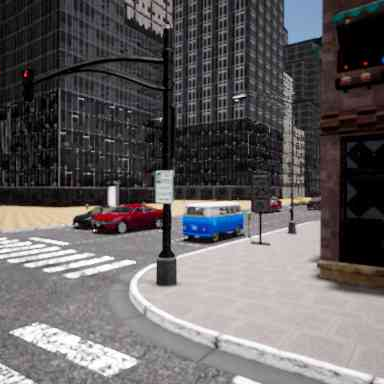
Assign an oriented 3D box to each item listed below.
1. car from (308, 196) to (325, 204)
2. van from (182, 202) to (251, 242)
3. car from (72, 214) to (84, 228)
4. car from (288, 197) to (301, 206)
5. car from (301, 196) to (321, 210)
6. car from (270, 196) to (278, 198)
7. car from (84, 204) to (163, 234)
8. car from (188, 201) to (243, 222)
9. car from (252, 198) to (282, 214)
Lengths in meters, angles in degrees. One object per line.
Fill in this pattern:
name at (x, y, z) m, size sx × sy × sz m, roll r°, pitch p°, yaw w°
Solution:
car at (23.312, 1.489, 62.178) m, size 2.008 × 1.369 × 4.403 m, roll 1°, pitch 0°, yaw 36°
van at (1.190, 1.425, 16.786) m, size 1.690 × 1.788 × 3.998 m, roll 1°, pitch 1°, yaw 36°
car at (-5.631, 1.579, 21.660) m, size 1.947 × 1.339 × 4.313 m, roll 1°, pitch 1°, yaw 36°
car at (16.781, 1.477, 53.035) m, size 1.752 × 1.417 × 4.829 m, roll 1°, pitch 0°, yaw 36°
car at (15.987, 1.504, 42.063) m, size 2.128 × 1.511 × 4.902 m, roll 1°, pitch 0°, yaw 36°
car at (10.448, 1.406, 44.168) m, size 1.967 × 1.590 × 4.097 m, roll 1°, pitch 0°, yaw 36°
car at (-3.645, 1.513, 19.977) m, size 1.882 × 1.535 × 5.008 m, roll 1°, pitch 0°, yaw 34°
car at (2.110, 1.564, 28.034) m, size 2.033 × 1.411 × 5.357 m, roll 1°, pitch 0°, yaw 36°
car at (8.110, 1.600, 36.425) m, size 1.895 × 1.301 × 4.718 m, roll 1°, pitch 0°, yaw 36°
